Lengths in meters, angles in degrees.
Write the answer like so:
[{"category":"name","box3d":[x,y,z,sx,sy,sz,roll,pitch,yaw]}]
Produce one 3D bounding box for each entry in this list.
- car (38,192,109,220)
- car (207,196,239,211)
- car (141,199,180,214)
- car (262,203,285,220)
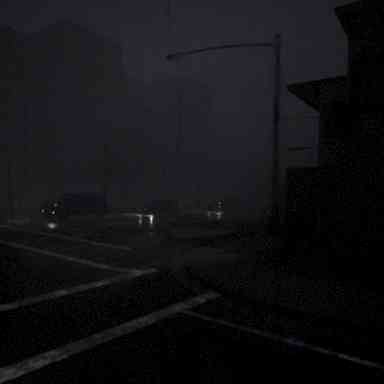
[{"category":"car","box3d":[-9.138,1.048,26.221,2.150,2.045,5.566,2,0,36]},{"category":"car","box3d":[4.291,1.497,44.833,2.150,2.045,5.566,2,-1,36]},{"category":"car","box3d":[-3.183,1.495,34.493,1.837,1.490,4.892,2,0,36]},{"category":"car","box3d":[8.503,1.816,32.422,1.882,1.535,5.008,2,0,36]}]
